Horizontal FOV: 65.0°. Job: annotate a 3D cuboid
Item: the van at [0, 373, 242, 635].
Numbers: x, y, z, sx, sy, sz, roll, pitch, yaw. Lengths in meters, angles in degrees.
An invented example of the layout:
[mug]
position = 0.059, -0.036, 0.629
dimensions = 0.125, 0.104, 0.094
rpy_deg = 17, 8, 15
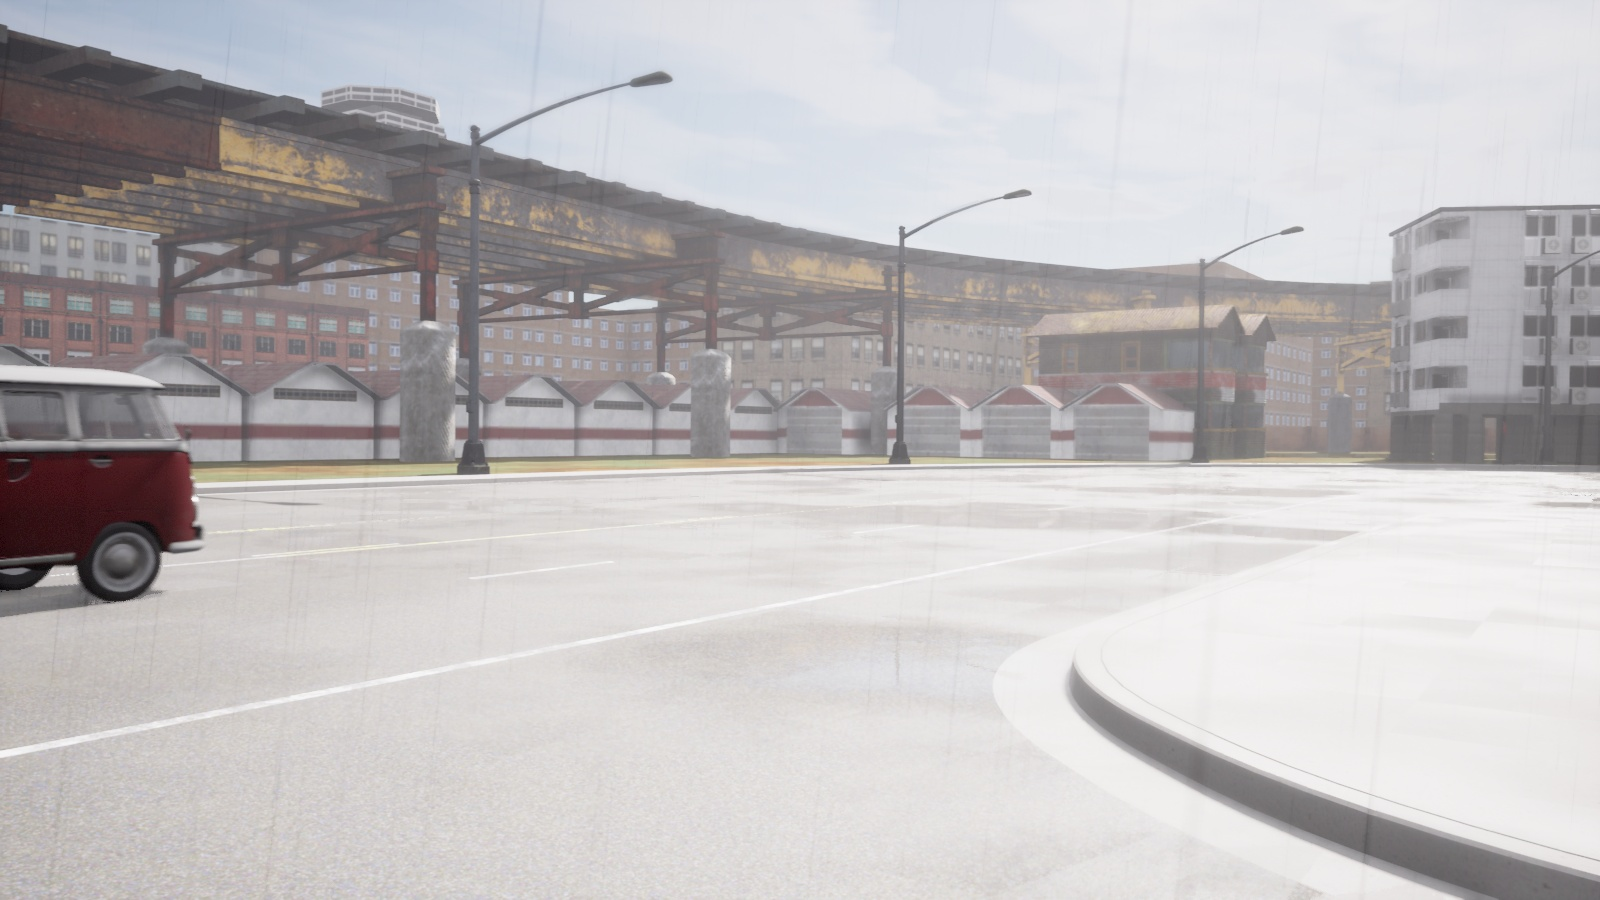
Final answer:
[van]
position = -6.908, 0.414, 9.891
dimensions = 1.775, 1.987, 4.442
rpy_deg = 0, 1, 27
